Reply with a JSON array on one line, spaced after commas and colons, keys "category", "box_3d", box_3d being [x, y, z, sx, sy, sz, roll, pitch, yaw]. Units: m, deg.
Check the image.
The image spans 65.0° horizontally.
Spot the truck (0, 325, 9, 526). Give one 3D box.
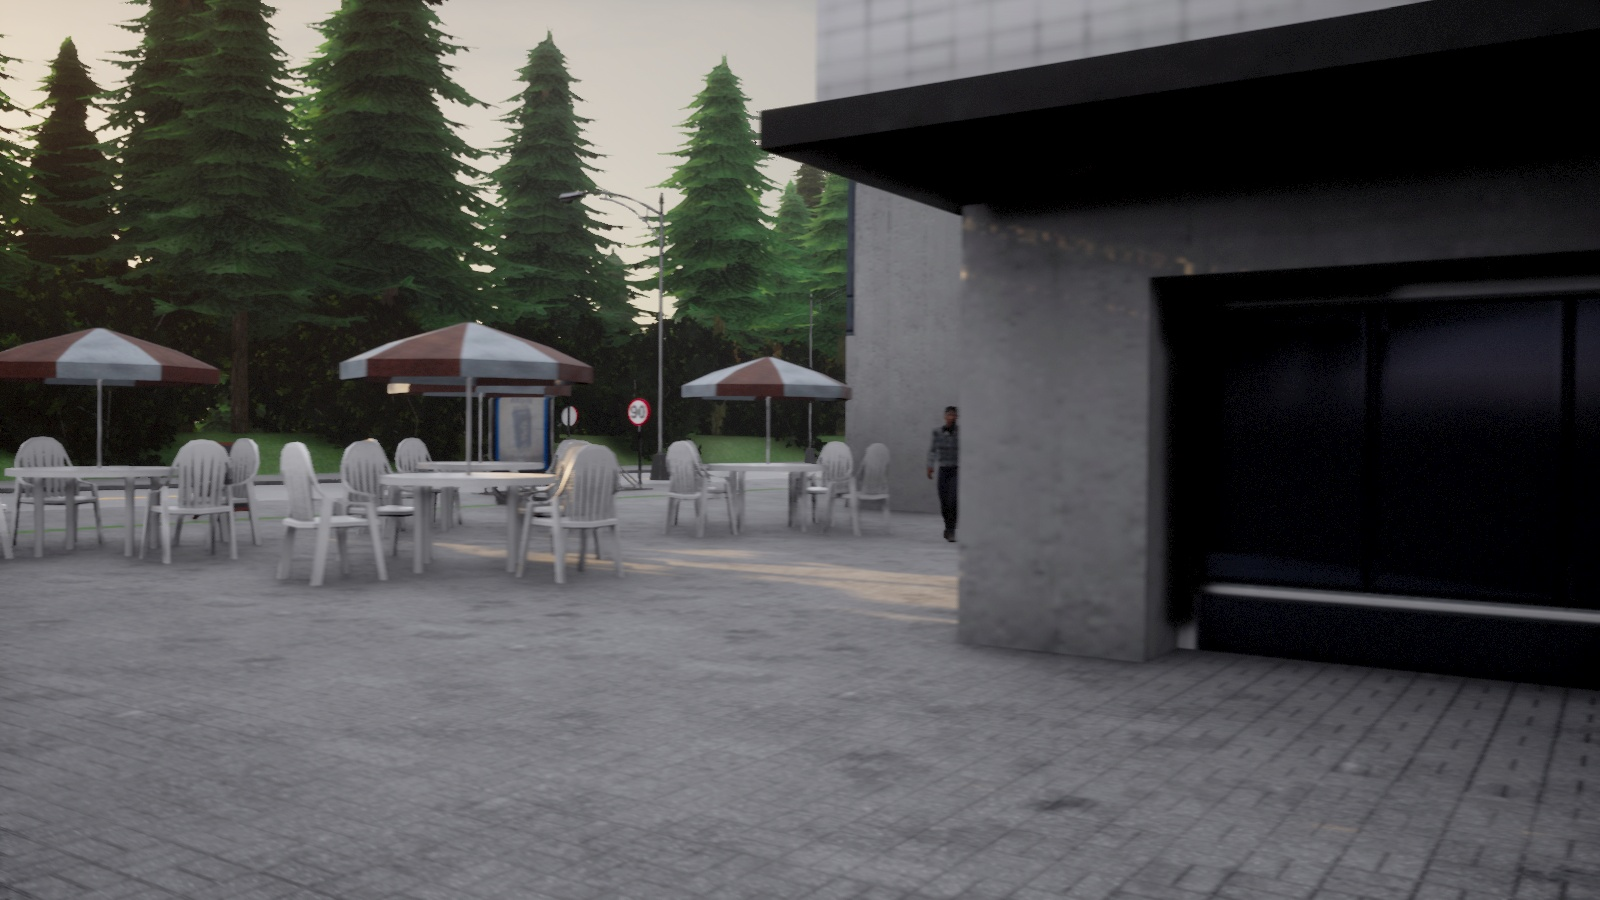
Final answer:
[{"category": "truck", "box_3d": [-15.844, -0.353, 18.076, 2.891, 3.462, 7.936, -1, 1, 10]}]

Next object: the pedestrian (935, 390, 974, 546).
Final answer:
[{"category": "pedestrian", "box_3d": [1.993, 0.222, 16.186, 0.423, 1.949, 0.788, 0, 1, 12]}]
